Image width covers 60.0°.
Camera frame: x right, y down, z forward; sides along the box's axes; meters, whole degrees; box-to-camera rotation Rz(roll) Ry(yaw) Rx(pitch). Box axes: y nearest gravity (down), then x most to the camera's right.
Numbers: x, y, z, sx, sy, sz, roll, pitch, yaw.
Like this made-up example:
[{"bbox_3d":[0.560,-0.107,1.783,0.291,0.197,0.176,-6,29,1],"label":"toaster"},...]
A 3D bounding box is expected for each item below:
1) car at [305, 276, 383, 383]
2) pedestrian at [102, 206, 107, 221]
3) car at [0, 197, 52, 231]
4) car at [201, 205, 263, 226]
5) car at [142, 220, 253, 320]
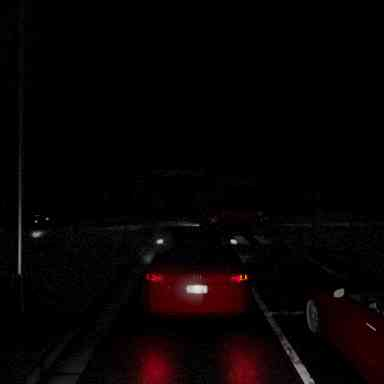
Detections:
[{"bbox_3d":[2.658,1.582,3.730,1.802,1.307,4.206,1,0,0],"label":"car"},{"bbox_3d":[-6.774,1.661,25.823,0.500,1.100,0.500,0,0,0],"label":"pedestrian"},{"bbox_3d":[-11.467,1.306,19.996,5.566,2.045,2.150,-1,-1,0],"label":"car"},{"bbox_3d":[2.703,1.557,22.856,4.181,1.385,1.994,0,-1,1],"label":"car"},{"bbox_3d":[0.108,1.563,7.453,1.994,1.385,4.181,0,0,1],"label":"car"}]
